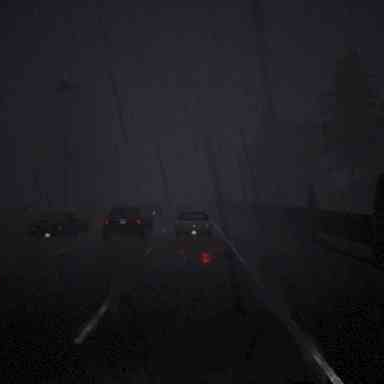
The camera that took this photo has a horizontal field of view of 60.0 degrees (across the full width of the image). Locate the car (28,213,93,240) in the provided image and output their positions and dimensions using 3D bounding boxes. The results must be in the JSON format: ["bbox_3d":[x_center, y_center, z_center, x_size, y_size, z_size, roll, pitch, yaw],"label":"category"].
[{"bbox_3d":[-6.903,1.785,18.091,1.895,1.301,4.718,0,-1,0],"label":"car"}]

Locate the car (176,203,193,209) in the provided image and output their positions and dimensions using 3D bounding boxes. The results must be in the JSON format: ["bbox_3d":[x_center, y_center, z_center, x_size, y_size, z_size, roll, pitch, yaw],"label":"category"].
[{"bbox_3d":[-0.754,1.900,36.993,1.812,1.442,4.674,0,-1,-6],"label":"car"}]

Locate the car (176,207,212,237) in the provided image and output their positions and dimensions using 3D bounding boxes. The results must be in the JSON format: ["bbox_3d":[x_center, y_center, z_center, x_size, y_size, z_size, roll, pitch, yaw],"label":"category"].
[{"bbox_3d":[0.097,1.797,19.256,1.895,1.301,4.718,0,-1,0],"label":"car"}]

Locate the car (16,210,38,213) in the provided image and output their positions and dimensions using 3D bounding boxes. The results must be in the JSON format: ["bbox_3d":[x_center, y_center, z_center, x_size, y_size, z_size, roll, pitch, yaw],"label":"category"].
[{"bbox_3d":[-18.751,1.917,38.614,1.812,1.442,4.674,0,-1,-9],"label":"car"}]

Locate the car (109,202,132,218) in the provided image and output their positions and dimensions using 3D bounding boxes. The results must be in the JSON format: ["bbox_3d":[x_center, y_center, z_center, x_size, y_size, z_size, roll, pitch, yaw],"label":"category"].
[{"bbox_3d":[-7.646,1.870,35.995,1.837,1.490,4.892,0,-1,-6],"label":"car"}]

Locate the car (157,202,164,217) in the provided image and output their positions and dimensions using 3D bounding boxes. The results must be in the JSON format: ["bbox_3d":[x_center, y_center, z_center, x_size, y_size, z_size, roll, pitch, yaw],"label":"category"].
[{"bbox_3d":[-4.132,1.869,35.981,1.837,1.490,4.892,0,-1,-6],"label":"car"}]

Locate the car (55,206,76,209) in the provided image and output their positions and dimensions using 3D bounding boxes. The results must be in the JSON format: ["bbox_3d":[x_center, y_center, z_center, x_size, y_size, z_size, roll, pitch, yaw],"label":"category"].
[{"bbox_3d":[-15.642,1.968,41.507,2.033,1.411,5.357,0,-1,-10],"label":"car"}]

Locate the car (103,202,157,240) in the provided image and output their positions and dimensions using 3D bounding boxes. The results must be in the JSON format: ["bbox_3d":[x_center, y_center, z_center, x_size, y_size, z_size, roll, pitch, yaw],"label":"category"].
[{"bbox_3d":[-3.404,1.540,18.469,2.097,1.767,4.553,0,-1,0],"label":"car"}]
